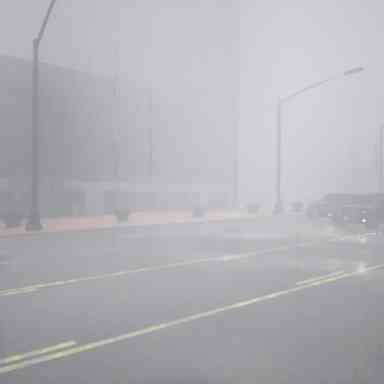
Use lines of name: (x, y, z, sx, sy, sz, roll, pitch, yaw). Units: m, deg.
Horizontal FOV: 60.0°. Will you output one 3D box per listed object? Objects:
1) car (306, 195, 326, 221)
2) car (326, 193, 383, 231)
car: (10.828, 1.118, 24.574, 5.566, 2.045, 2.150, 0, 0, -35)
car: (10.938, 1.129, 20.374, 5.566, 2.045, 2.150, 0, 0, -35)
